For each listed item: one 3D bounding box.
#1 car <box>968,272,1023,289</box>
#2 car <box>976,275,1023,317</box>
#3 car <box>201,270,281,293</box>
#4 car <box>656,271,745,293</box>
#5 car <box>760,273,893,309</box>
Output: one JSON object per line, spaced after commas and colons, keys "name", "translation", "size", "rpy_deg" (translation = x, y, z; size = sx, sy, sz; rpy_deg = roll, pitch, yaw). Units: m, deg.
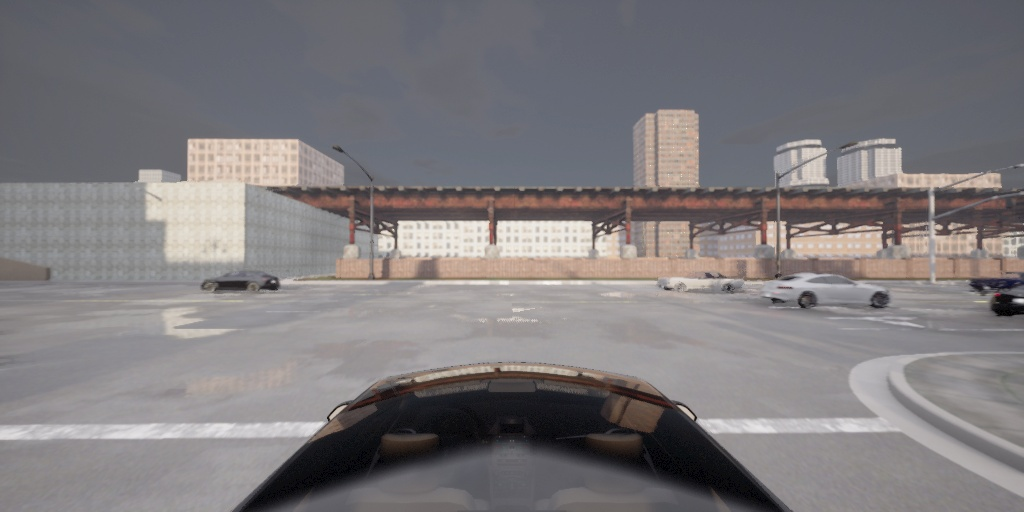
{"name": "car", "translation": [31.610, 1.647, 22.194], "size": [4.718, 1.301, 1.895], "rpy_deg": [0, -1, 1]}
{"name": "car", "translation": [18.705, 1.444, 11.759], "size": [4.181, 1.385, 1.994], "rpy_deg": [0, -1, 1]}
{"name": "car", "translation": [-17.115, 1.589, 22.763], "size": [4.181, 1.385, 1.994], "rpy_deg": [0, -1, 1]}
{"name": "car", "translation": [11.668, 1.621, 22.484], "size": [4.718, 1.301, 1.895], "rpy_deg": [0, -1, 1]}
{"name": "car", "translation": [13.285, 1.450, 15.345], "size": [4.674, 1.442, 1.812], "rpy_deg": [0, -1, 1]}
